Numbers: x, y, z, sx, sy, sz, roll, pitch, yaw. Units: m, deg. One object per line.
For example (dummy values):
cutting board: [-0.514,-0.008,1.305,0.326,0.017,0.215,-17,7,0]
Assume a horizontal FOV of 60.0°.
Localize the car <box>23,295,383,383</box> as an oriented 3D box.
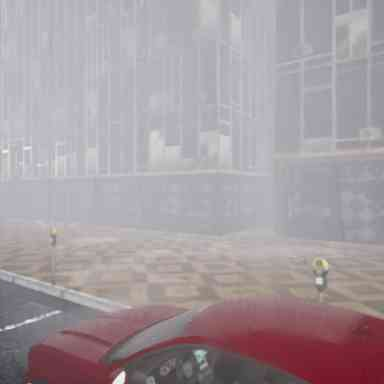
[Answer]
car: [0.476,1.543,2.537,4.507,1.381,1.887,0,0,35]
